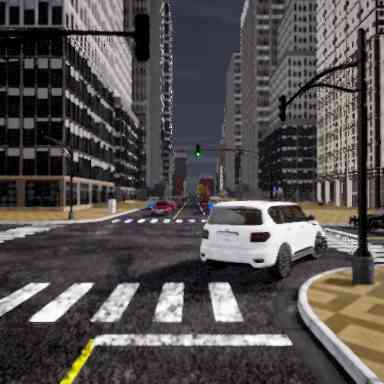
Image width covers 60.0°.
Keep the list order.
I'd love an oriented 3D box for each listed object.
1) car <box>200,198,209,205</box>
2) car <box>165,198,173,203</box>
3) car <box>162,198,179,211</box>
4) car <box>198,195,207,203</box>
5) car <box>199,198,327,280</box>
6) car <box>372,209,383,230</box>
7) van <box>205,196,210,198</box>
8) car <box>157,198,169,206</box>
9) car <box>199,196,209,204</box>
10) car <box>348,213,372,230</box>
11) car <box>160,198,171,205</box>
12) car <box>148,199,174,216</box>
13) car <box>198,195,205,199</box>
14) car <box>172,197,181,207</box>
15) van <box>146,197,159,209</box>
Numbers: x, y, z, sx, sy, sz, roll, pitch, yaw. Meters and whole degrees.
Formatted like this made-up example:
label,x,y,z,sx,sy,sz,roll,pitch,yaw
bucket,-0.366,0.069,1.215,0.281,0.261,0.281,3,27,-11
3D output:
label,x,y,z,sx,sy,sz,roll,pitch,yaw
car,2.700,1.972,71.697,1.887,1.381,4.507,0,0,0
car,-5.637,2.074,82.807,1.802,1.307,4.206,0,0,0
car,-3.172,1.872,45.236,1.895,1.301,4.718,0,0,0
car,2.765,1.838,88.317,2.192,1.841,5.009,0,0,0
car,2.471,1.293,10.600,2.150,2.045,5.566,-1,-1,36
car,13.484,1.834,19.373,4.718,1.301,1.895,0,-1,-2
van,2.687,1.572,38.468,1.690,1.788,3.998,0,0,0
car,-5.701,1.961,66.190,1.947,1.339,4.313,0,0,0
car,2.722,1.774,77.239,2.192,1.841,5.009,0,0,0
car,13.590,1.816,22.636,5.357,1.411,2.033,0,-1,-1
car,-5.680,1.978,71.728,2.008,1.369,4.403,0,0,0
car,-3.221,1.738,35.338,1.812,1.442,4.674,0,0,0
car,2.680,1.710,66.159,2.192,1.841,5.009,0,0,0
car,-3.054,1.711,60.194,2.097,1.767,4.553,0,0,1
van,-5.764,1.638,49.574,1.690,1.788,3.998,0,0,0
